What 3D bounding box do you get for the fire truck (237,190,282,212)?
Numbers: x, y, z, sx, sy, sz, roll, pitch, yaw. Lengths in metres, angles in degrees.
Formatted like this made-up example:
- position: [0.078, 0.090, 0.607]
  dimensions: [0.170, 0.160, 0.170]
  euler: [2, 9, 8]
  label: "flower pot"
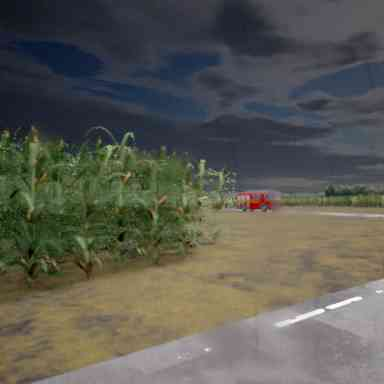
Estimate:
- position: [11.910, 1.557, 59.829]
  dimensions: [2.891, 3.827, 8.468]
  euler: [1, -1, -35]
  label: "fire truck"
